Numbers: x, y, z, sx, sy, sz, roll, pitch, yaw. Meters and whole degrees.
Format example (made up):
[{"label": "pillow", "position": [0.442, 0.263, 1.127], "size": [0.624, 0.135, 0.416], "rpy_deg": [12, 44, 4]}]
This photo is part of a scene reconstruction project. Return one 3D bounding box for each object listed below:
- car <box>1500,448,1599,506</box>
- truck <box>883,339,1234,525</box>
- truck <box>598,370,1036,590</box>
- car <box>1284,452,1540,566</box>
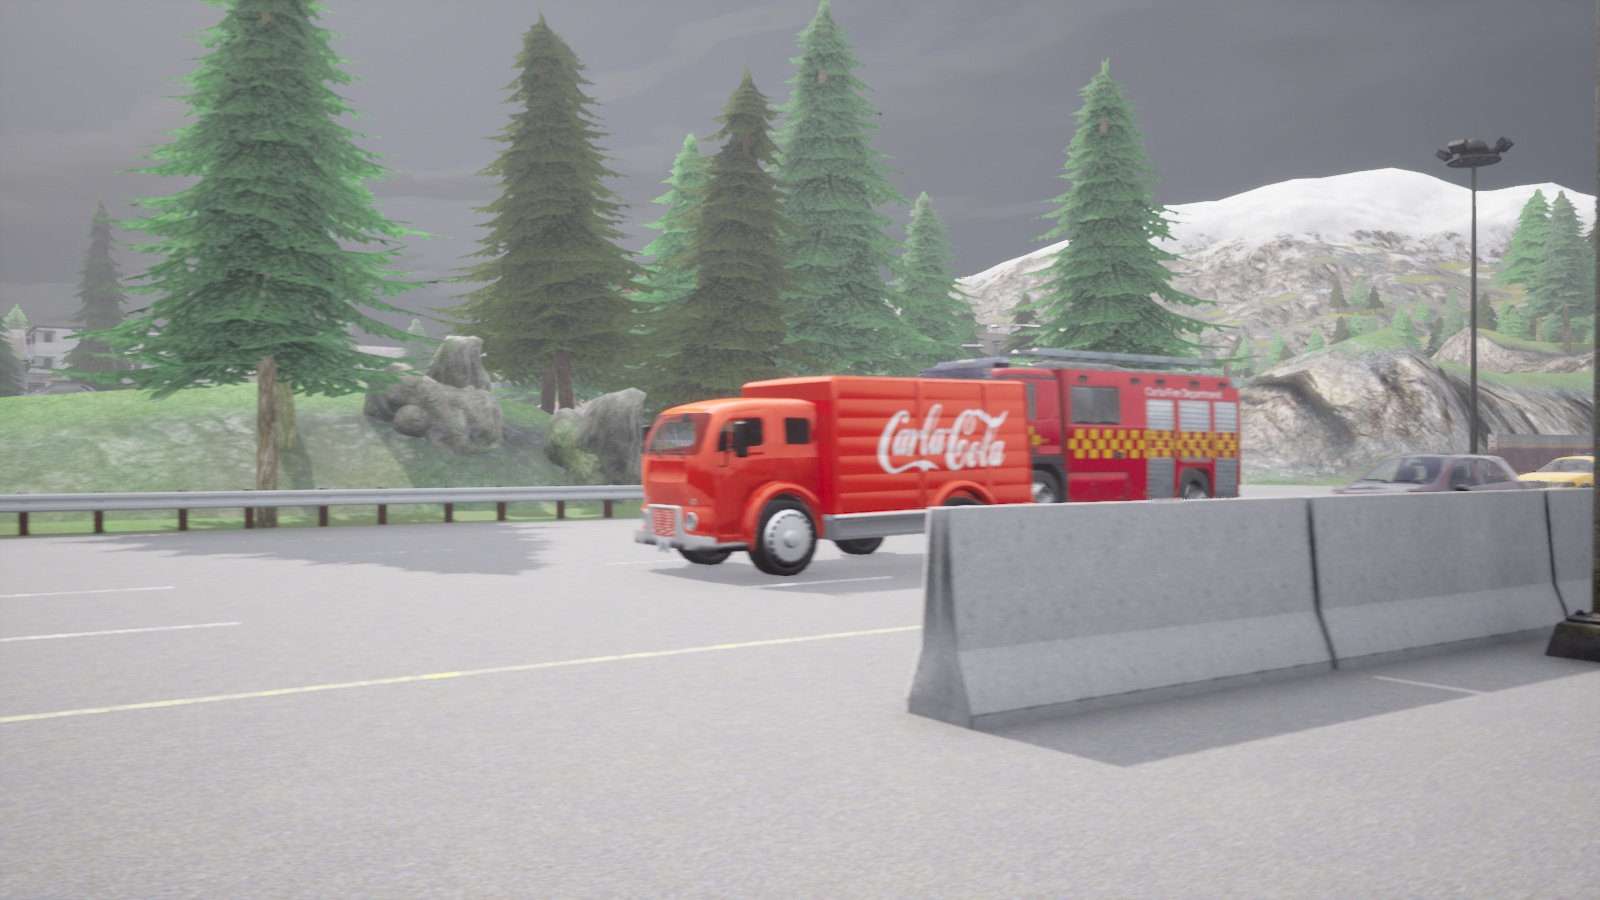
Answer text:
[{"label": "car", "position": [22.599, 0.724, 36.443], "size": [5.366, 1.575, 1.801], "rpy_deg": [0, 0, -35]}, {"label": "truck", "position": [6.181, -0.361, 29.279], "size": [8.468, 3.827, 2.891], "rpy_deg": [0, 0, -34]}, {"label": "truck", "position": [0.298, 0.280, 16.660], "size": [5.204, 2.467, 2.627], "rpy_deg": [-2, 1, -35]}, {"label": "car", "position": [9.029, 0.784, 18.470], "size": [3.633, 1.501, 1.845], "rpy_deg": [0, 0, -35]}]
